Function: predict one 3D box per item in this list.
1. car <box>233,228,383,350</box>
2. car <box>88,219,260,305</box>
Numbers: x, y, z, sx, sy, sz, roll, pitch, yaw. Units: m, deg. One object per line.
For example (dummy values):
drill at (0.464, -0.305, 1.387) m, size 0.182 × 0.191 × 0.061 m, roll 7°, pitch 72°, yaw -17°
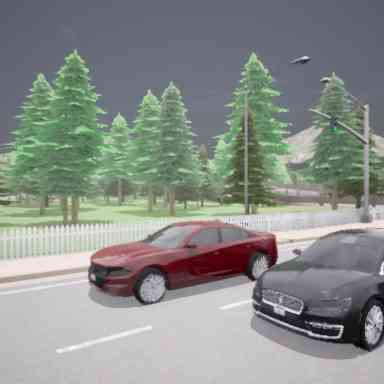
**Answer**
car at (3.265, 1.500, 6.301) m, size 4.892 × 1.490 × 1.837 m, roll 0°, pitch 0°, yaw -35°
car at (0.005, 1.474, 8.280) m, size 5.008 × 1.535 × 1.882 m, roll 0°, pitch 0°, yaw -35°
